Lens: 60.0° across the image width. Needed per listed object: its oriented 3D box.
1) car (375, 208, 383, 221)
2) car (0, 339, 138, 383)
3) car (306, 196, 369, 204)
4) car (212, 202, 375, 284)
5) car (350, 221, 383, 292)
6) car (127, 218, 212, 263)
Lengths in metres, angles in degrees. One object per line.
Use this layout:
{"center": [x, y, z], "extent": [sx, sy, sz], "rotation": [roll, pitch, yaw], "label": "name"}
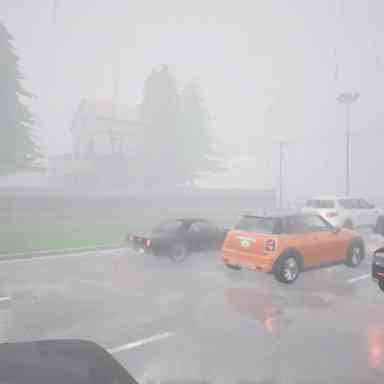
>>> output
{"center": [10.557, 1.471, 15.151], "extent": [5.008, 1.535, 1.882], "rotation": [0, 0, -36], "label": "car"}
{"center": [-2.657, 1.548, 1.342], "extent": [5.357, 1.411, 2.033], "rotation": [0, 0, -35], "label": "car"}
{"center": [8.116, 1.216, 17.705], "extent": [5.566, 2.045, 2.150], "rotation": [0, 0, -36], "label": "car"}
{"center": [3.101, 1.349, 9.807], "extent": [4.553, 1.767, 2.097], "rotation": [0, 0, -36], "label": "car"}
{"center": [5.986, 1.488, 7.566], "extent": [4.902, 1.511, 2.128], "rotation": [0, 0, -36], "label": "car"}
{"center": [0.185, 1.598, 12.008], "extent": [4.718, 1.301, 1.895], "rotation": [0, 0, -36], "label": "car"}
